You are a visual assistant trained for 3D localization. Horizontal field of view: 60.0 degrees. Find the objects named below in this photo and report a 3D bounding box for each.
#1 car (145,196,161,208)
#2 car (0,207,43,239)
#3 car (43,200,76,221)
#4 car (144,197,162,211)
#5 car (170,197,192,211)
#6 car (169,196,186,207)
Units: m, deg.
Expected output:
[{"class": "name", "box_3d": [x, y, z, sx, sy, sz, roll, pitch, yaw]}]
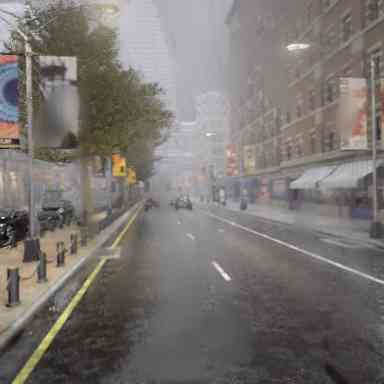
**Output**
[{"class": "car", "box_3d": [-5.727, 1.440, 48.790, 2.128, 1.511, 4.902, -1, 0, -7]}, {"class": "car", "box_3d": [-10.181, 1.623, 18.081, 2.128, 1.511, 4.902, -1, 0, -7]}, {"class": "car", "box_3d": [-11.397, 1.473, 28.241, 2.097, 1.767, 4.553, -1, 0, -7]}, {"class": "car", "box_3d": [-4.626, 1.462, 39.660, 1.837, 1.490, 4.892, -1, 0, -7]}, {"class": "car", "box_3d": [-1.102, 1.382, 39.665, 2.128, 1.511, 4.902, -1, 0, -7]}, {"class": "car", "box_3d": [-2.249, 1.428, 49.183, 2.033, 1.411, 5.357, -1, 0, -7]}]
